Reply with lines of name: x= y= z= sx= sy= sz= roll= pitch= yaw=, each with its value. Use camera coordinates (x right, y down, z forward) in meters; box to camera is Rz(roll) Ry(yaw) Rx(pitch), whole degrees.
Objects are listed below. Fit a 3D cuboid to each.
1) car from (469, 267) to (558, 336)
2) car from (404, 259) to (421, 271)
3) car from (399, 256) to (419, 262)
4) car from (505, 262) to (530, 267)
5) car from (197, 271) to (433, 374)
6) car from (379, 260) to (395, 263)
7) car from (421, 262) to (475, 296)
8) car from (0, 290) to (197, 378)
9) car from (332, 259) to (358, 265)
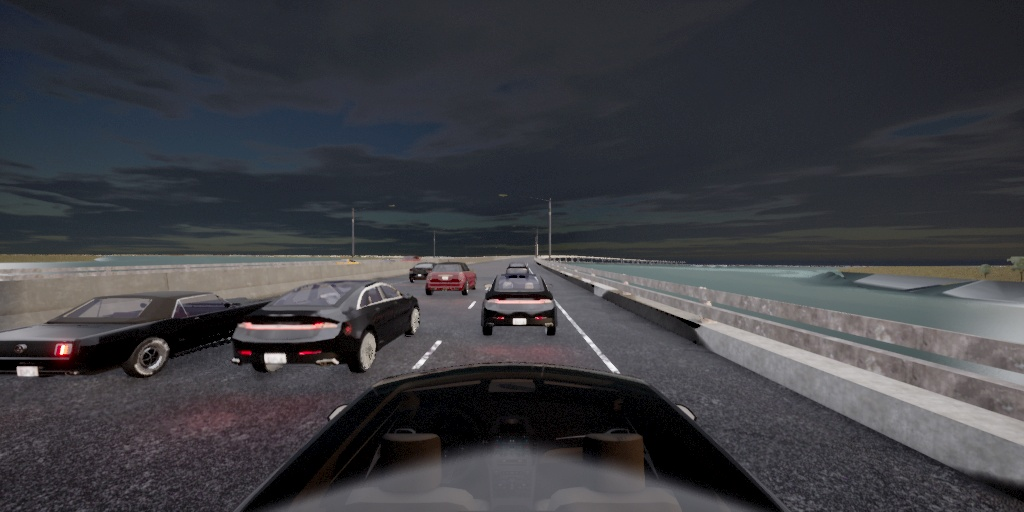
car: x=0.186 y=1.242 z=10.392 sx=2.128 sy=1.511 sz=4.902 roll=0 pitch=0 yaw=0
car: x=-6.567 y=1.229 z=28.136 sx=1.882 sy=1.535 sz=5.008 roll=0 pitch=0 yaw=1
car: x=-16.523 y=0.964 z=57.937 sx=2.150 sy=2.045 sz=5.566 roll=0 pitch=0 yaw=2
car: x=0.463 y=1.241 z=30.040 sx=2.128 sy=1.511 sz=4.902 roll=0 pitch=0 yaw=1
car: x=-3.349 y=1.242 z=7.530 sx=2.128 sy=1.511 sz=4.902 roll=0 pitch=0 yaw=1
car: x=-20.039 y=1.289 z=57.570 sx=2.033 sy=1.411 sz=5.357 roll=0 pitch=0 yaw=2
car: x=-3.204 y=1.103 z=19.679 sx=2.097 sy=1.767 sz=4.553 roll=0 pitch=0 yaw=2
car: x=-6.852 y=1.352 z=7.312 sx=1.895 sy=1.301 sz=4.718 roll=0 pitch=0 yaw=1
car: x=-23.757 y=1.224 z=51.051 sx=1.882 sy=1.535 sz=5.008 roll=0 pitch=0 yaw=2
